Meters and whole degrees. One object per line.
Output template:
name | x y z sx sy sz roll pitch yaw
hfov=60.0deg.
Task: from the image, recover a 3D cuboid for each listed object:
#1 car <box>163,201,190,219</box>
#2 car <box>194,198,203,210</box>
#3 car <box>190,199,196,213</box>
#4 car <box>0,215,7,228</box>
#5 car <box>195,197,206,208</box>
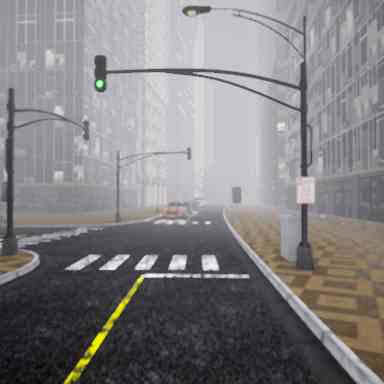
car | -1.737 1.784 34.714 2.097 1.767 4.553 0 -1 4
car | 0.052 2.145 54.030 2.128 1.511 4.902 0 -1 7
car | -0.998 2.042 43.735 1.837 1.490 4.892 0 -1 5
car | -16.618 2.187 25.734 4.403 1.369 2.008 -1 0 9
car | 1.388 1.990 64.637 2.150 2.045 5.566 0 -1 8
